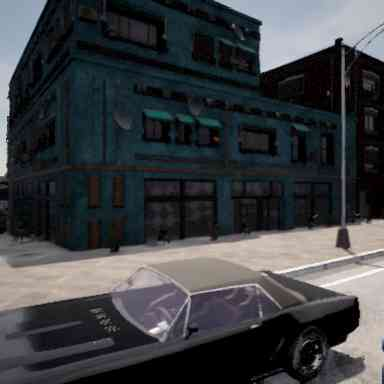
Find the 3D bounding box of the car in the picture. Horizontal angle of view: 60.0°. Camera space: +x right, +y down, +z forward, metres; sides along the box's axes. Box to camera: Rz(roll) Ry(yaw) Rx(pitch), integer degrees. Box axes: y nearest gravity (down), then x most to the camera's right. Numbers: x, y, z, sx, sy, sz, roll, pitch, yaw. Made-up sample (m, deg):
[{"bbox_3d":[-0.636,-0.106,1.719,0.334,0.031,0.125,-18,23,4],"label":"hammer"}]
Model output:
[{"bbox_3d":[-0.232,1.587,4.018,4.718,1.301,1.895,-1,0,-29],"label":"car"}]
